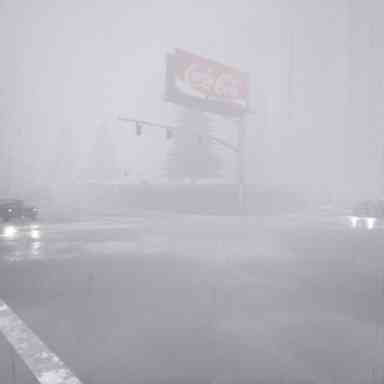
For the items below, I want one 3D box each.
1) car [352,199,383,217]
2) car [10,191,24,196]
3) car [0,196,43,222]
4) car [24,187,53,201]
[{"bbox_3d":[15.142,1.313,27.930,4.181,1.385,1.994,0,1,-42],"label":"car"},{"bbox_3d":[-29.742,0.474,57.327,1.895,1.301,4.718,0,1,-43],"label":"car"},{"bbox_3d":[-11.893,1.158,22.135,1.895,1.301,4.718,0,1,-43],"label":"car"},{"bbox_3d":[-22.705,0.275,49.697,2.150,2.045,5.566,0,1,-43],"label":"car"}]
